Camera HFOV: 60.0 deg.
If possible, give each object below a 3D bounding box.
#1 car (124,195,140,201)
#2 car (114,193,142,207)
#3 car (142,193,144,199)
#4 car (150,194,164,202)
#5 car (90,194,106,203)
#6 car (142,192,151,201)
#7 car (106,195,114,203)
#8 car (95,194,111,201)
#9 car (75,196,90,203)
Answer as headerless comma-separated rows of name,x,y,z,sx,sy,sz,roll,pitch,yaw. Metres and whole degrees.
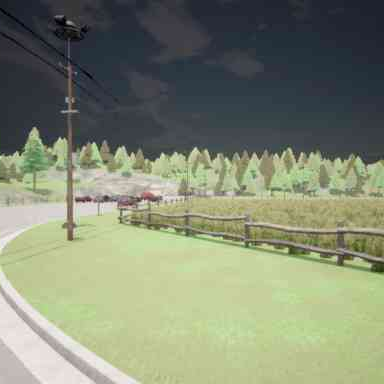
car,-13.963,1.368,77.671,2.033,1.411,5.357,0,0,7
car,-9.836,1.349,51.500,2.097,1.767,4.553,0,0,7
car,-11.681,1.474,66.919,1.882,1.535,5.008,0,0,7
car,-7.376,1.498,73.662,1.837,1.490,4.892,0,0,7
car,-18.587,1.541,68.136,1.994,1.385,4.181,0,0,7
car,-10.482,1.054,77.299,2.150,2.045,5.566,0,0,7
car,-15.098,1.348,67.842,2.097,1.767,4.553,0,0,7
car,-20.916,1.306,78.474,1.882,1.535,5.008,0,0,7
car,-22.112,1.455,68.123,1.882,1.535,5.008,0,0,7
